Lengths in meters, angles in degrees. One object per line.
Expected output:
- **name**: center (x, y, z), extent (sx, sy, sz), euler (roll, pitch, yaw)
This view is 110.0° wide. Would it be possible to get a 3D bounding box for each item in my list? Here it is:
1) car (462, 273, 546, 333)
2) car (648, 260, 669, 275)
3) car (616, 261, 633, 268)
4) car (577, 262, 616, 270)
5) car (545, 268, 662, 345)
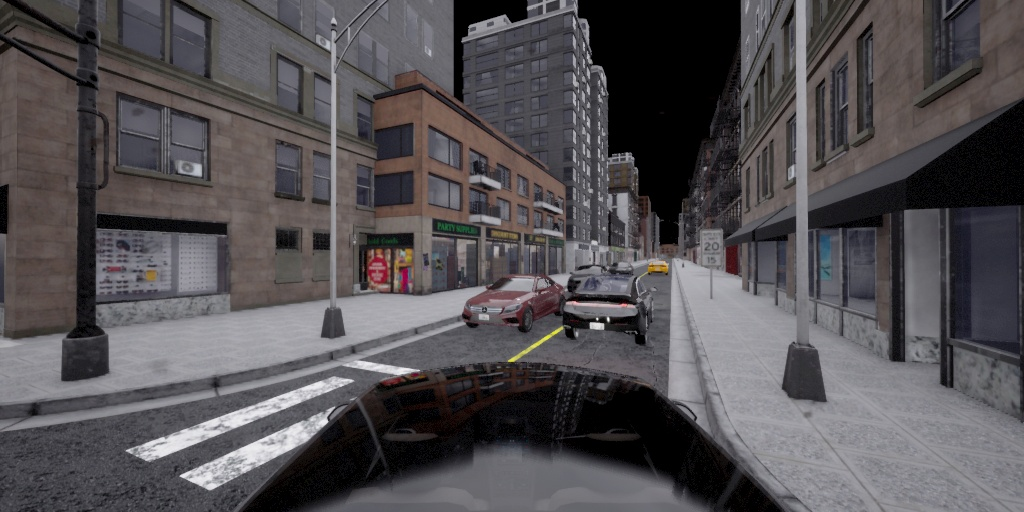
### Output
- **car**: center (0.304, 1.288, 11.169), extent (1.812, 1.442, 4.674), euler (0, 0, 26)
- **car**: center (15.913, 1.226, 38.932), extent (1.882, 1.535, 5.008), euler (0, 0, 24)
- **car**: center (9.958, 1.240, 32.708), extent (1.882, 1.535, 5.008), euler (0, 0, 24)
- **car**: center (4.558, 1.269, 20.673), extent (1.837, 1.490, 4.892), euler (0, 0, 24)
- **car**: center (2.754, 1.245, 9.663), extent (2.128, 1.511, 4.902), euler (0, 0, 24)
